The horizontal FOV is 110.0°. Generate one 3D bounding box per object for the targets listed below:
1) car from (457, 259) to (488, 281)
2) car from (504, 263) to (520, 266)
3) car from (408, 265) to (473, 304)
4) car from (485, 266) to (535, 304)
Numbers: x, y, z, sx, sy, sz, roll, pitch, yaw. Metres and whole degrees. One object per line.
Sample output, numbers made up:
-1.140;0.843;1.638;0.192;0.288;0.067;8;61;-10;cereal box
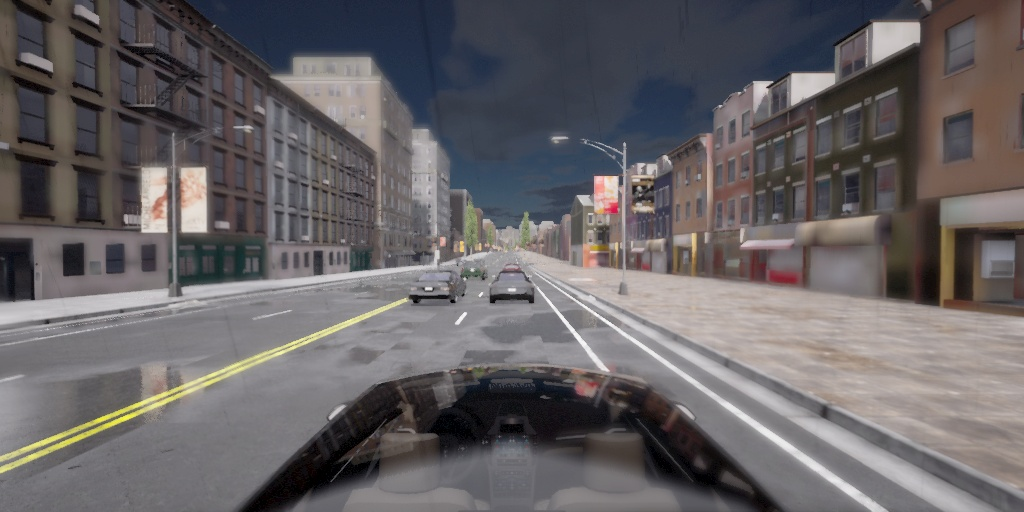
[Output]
-3.250;1.200;31.478;2.097;1.767;4.553;0;0;0;car
0.000;1.367;31.508;1.812;1.442;4.674;0;0;0;car
-3.250;1.334;16.505;2.033;1.411;5.357;0;0;0;car
0.000;1.343;16.505;1.994;1.385;4.181;0;0;0;car
